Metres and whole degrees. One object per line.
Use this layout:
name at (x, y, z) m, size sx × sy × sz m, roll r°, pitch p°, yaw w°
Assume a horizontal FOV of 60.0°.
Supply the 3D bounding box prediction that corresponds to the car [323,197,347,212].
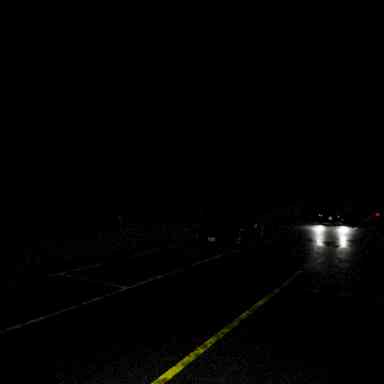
car at (16.736, 1.441, 38.781) m, size 1.967 × 1.590 × 4.097 m, roll 0°, pitch 0°, yaw 32°

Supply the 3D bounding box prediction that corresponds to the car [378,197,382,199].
car at (20.106, 1.527, 33.506) m, size 1.812 × 1.442 × 4.674 m, roll 0°, pitch 0°, yaw 32°

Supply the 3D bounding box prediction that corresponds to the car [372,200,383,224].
car at (14.225, 1.547, 24.027) m, size 2.033 × 1.411 × 5.357 m, roll 0°, pitch 0°, yaw 32°

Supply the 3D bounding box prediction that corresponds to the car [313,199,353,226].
car at (10.422, 1.505, 23.996) m, size 1.837 × 1.490 × 4.892 m, roll 0°, pitch 0°, yaw 32°

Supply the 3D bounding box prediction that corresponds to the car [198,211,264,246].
car at (1.965, 1.566, 15.436) m, size 1.947 × 1.339 × 4.313 m, roll 0°, pitch 0°, yaw 32°

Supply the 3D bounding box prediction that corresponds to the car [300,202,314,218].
car at (10.827, 1.583, 29.443) m, size 1.802 × 1.307 × 4.206 m, roll 0°, pitch 0°, yaw 32°
